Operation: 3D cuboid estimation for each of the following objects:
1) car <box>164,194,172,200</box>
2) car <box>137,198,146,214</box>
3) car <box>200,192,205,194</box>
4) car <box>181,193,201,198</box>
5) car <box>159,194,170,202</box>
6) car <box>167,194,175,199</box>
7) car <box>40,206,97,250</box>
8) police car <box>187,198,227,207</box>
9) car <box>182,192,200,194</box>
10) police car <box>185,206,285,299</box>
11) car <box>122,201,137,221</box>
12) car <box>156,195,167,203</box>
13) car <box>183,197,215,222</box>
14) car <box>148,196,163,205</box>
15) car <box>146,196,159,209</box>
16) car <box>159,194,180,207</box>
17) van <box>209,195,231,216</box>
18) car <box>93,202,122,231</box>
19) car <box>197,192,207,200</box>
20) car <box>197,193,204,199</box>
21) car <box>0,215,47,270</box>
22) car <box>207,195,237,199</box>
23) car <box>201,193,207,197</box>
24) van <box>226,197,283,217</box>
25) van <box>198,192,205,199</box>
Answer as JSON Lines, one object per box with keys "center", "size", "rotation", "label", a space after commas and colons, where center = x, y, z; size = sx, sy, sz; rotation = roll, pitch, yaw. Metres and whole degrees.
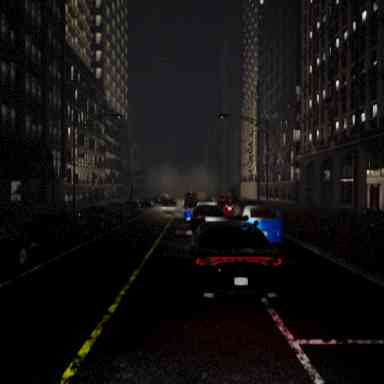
{"center": [-5.941, 1.214, 82.126], "size": [1.752, 1.417, 4.829], "rotation": [-1, 0, 0], "label": "car"}
{"center": [-5.788, 1.464, 31.144], "size": [1.802, 1.307, 4.206], "rotation": [-1, 0, 0], "label": "car"}
{"center": [2.453, 1.025, 76.637], "size": [2.192, 1.841, 5.009], "rotation": [-1, 0, 0], "label": "car"}
{"center": [-0.121, 1.306, 45.609], "size": [1.882, 1.535, 5.008], "rotation": [0, 0, 0], "label": "car"}
{"center": [-5.909, 1.171, 70.928], "size": [1.967, 1.590, 4.097], "rotation": [-1, 0, 0], "label": "car"}
{"center": [-5.976, 1.209, 93.663], "size": [1.947, 1.339, 4.313], "rotation": [-1, 0, 0], "label": "car"}
{"center": [-5.737, 1.512, 14.093], "size": [1.947, 1.339, 4.313], "rotation": [-1, 0, 0], "label": "car"}
{"center": [0.847, 1.355, 18.569], "size": [1.930, 1.638, 5.238], "rotation": [0, 0, 0], "label": "police car"}
{"center": [-0.176, 0.997, 59.497], "size": [2.150, 2.045, 5.566], "rotation": [0, 0, 0], "label": "car"}
{"center": [0.877, 1.393, 8.568], "size": [1.930, 1.638, 5.238], "rotation": [0, 0, 0], "label": "police car"}
{"center": [-5.772, 1.455, 25.460], "size": [2.008, 1.369, 4.403], "rotation": [-1, 0, 0], "label": "car"}
{"center": [-5.891, 1.335, 65.245], "size": [1.802, 1.307, 4.206], "rotation": [-1, 0, 0], "label": "car"}
{"center": [0.572, 1.385, 24.557], "size": [1.882, 1.535, 5.008], "rotation": [0, 0, 6], "label": "car"}
{"center": [-5.857, 1.347, 53.878], "size": [2.008, 1.369, 4.403], "rotation": [-1, 0, 0], "label": "car"}
{"center": [-5.823, 1.390, 42.511], "size": [2.008, 1.369, 4.403], "rotation": [-1, 0, 0], "label": "car"}
{"center": [-3.188, 1.388, 46.898], "size": [1.994, 1.385, 4.181], "rotation": [0, 0, 0], "label": "car"}
{"center": [2.590, 1.224, 31.168], "size": [1.690, 1.788, 3.998], "rotation": [-1, 0, 0], "label": "van"}
{"center": [-5.754, 1.470, 19.777], "size": [1.887, 1.381, 4.507], "rotation": [-1, 0, 0], "label": "car"}
{"center": [2.436, 1.003, 82.321], "size": [2.192, 1.841, 5.009], "rotation": [-1, 0, 0], "label": "car"}
{"center": [2.404, 1.083, 93.688], "size": [1.967, 1.590, 4.097], "rotation": [-1, 0, 0], "label": "car"}
{"center": [-5.720, 1.518, 8.409], "size": [2.008, 1.369, 4.403], "rotation": [-1, 0, 0], "label": "car"}
{"center": [2.607, 1.219, 25.484], "size": [2.192, 1.841, 5.009], "rotation": [-1, 0, 0], "label": "car"}
{"center": [2.524, 1.347, 53.903], "size": [2.008, 1.369, 4.403], "rotation": [-1, 0, 0], "label": "car"}
{"center": [2.641, 1.288, 14.117], "size": [1.690, 1.788, 3.998], "rotation": [-1, 0, 0], "label": "van"}
{"center": [2.419, 1.007, 88.004], "size": [1.690, 1.788, 3.998], "rotation": [-1, 0, 0], "label": "van"}
